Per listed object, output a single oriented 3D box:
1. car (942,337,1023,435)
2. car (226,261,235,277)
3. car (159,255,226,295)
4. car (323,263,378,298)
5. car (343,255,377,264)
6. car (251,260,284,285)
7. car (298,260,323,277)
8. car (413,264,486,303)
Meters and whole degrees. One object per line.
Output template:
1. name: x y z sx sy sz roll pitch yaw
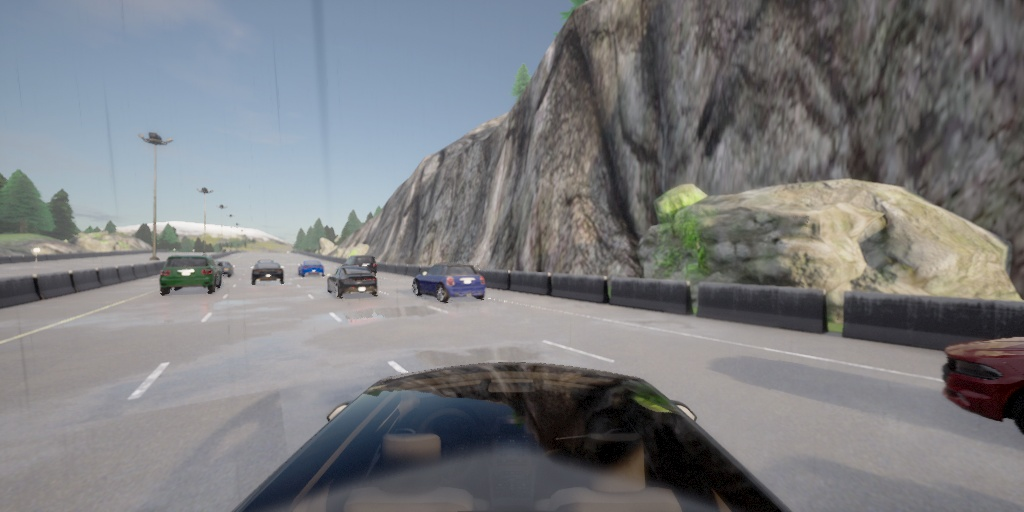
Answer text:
1. car: 7.115 1.225 2.679 1.882 1.535 5.008 0 -1 -35
2. car: -26.756 1.186 32.865 2.033 1.411 5.357 0 0 -35
3. car: -17.948 0.971 20.245 2.150 2.045 5.566 0 0 -35
4. car: -8.455 1.292 18.873 1.837 1.490 4.892 0 0 -35
5. car: -14.052 0.950 33.011 2.150 2.045 5.566 0 0 -35
6. car: -18.054 1.207 26.511 1.882 1.535 5.008 0 0 -35
7. car: -19.352 1.161 34.488 1.882 1.535 5.008 0 1 -35
8. car: -3.160 1.152 17.404 2.097 1.767 4.553 0 0 -35
